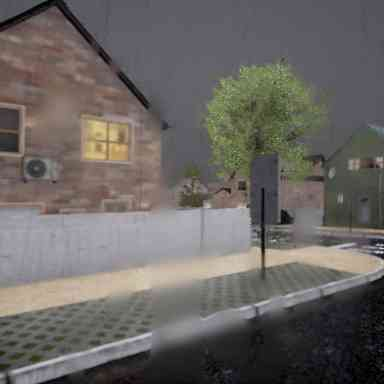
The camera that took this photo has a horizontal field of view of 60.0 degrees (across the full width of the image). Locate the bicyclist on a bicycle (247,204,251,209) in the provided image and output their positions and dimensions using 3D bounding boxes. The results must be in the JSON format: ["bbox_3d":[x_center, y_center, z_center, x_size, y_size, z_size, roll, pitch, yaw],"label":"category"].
[{"bbox_3d":[4.967,1.884,28.705,1.656,1.620,0.582,-2,1,-35],"label":"bicyclist on a bicycle"}]
